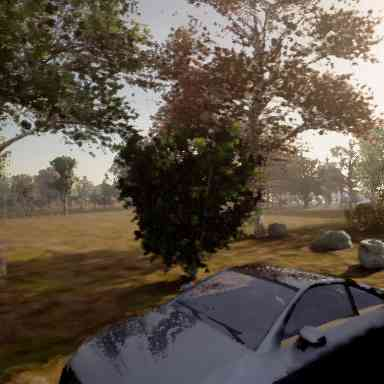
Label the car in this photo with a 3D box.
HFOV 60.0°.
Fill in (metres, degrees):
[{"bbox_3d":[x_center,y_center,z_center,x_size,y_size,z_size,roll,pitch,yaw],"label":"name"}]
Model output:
[{"bbox_3d":[0.802,1.566,3.648,4.181,1.385,1.994,0,0,-36],"label":"car"}]
